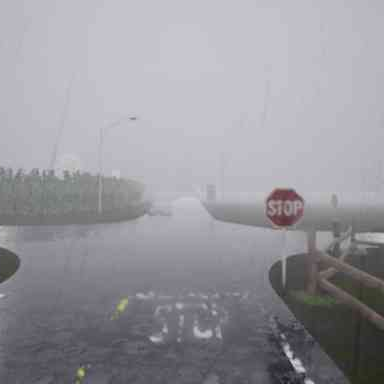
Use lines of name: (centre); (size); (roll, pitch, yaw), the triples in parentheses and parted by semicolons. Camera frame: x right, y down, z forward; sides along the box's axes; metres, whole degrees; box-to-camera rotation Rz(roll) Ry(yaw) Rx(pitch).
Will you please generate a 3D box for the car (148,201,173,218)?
car: (-2.797, 1.574, 30.367); (1.812, 1.442, 4.674); (0, 1, 0)
